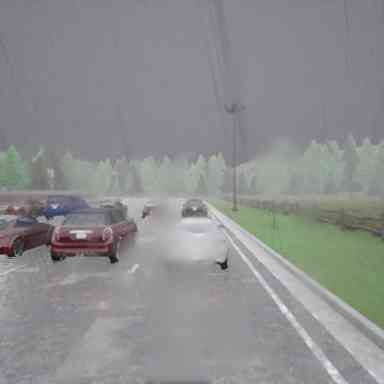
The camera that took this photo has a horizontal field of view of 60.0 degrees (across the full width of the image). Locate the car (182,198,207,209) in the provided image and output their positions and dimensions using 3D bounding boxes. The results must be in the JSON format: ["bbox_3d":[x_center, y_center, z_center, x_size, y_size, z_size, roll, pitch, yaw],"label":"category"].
[{"bbox_3d":[0.214,1.382,28.255,2.097,1.767,4.553,0,0,0],"label":"car"}]

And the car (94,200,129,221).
[{"bbox_3d":[-6.784,1.534,28.577,1.837,1.490,4.892,0,0,0],"label":"car"}]

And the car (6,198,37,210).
[{"bbox_3d":[-13.786,1.378,28.320,2.097,1.767,4.553,0,0,0],"label":"car"}]

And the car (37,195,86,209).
[{"bbox_3d":[-10.287,1.248,27.623,2.150,2.045,5.566,0,0,0],"label":"car"}]

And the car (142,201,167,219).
[{"bbox_3d":[-3.278,1.556,29.539,1.812,1.442,4.674,0,0,0],"label":"car"}]

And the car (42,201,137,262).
[{"bbox_3d":[-3.358,1.364,12.253,2.097,1.767,4.553,0,0,0],"label":"car"}]

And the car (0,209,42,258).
[{"bbox_3d":[-6.856,1.575,12.761,1.994,1.385,4.181,0,0,0],"label":"car"}]

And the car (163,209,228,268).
[{"bbox_3d":[0.134,1.537,11.143,1.812,1.442,4.674,0,0,0],"label":"car"}]
